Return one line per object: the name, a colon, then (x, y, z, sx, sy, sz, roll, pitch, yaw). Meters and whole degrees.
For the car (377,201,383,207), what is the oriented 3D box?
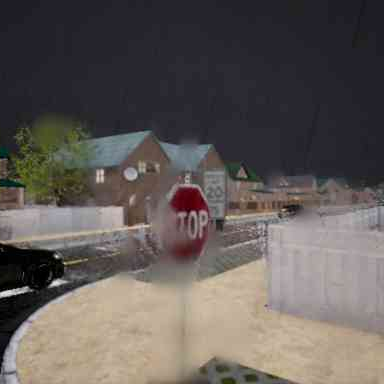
car: (45.617, 2.798, 79.804, 2.033, 1.411, 5.357, -1, -1, 35)

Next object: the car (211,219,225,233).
car: (0.208, 1.775, 20.185, 2.128, 1.511, 4.902, -1, -1, 35)

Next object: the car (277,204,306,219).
car: (10.474, 2.012, 34.750, 1.812, 1.442, 4.674, -1, -1, 35)

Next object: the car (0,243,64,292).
car: (-5.146, 1.687, 7.616, 1.994, 1.385, 4.181, -1, -1, 35)
